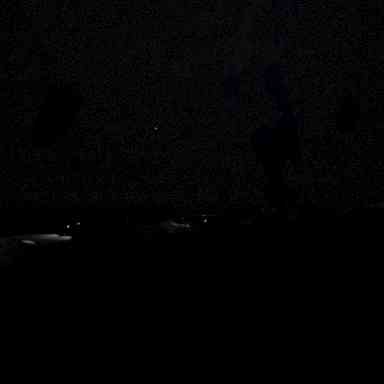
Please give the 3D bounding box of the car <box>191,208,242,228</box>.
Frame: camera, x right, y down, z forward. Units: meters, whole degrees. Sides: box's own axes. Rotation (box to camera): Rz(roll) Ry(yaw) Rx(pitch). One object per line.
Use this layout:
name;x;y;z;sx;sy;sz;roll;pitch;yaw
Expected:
car;2.450;2.067;27.433;2.128;1.511;4.902;1;-1;35

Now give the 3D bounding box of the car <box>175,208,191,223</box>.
car;0.386;2.094;29.445;1.994;1.385;4.181;1;-1;36

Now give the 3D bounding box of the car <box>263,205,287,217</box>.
car;11.128;2.541;44.526;1.837;1.490;4.892;1;-1;36

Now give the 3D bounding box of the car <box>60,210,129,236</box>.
car;-5.896;1.840;20.591;1.994;1.385;4.181;1;0;36
